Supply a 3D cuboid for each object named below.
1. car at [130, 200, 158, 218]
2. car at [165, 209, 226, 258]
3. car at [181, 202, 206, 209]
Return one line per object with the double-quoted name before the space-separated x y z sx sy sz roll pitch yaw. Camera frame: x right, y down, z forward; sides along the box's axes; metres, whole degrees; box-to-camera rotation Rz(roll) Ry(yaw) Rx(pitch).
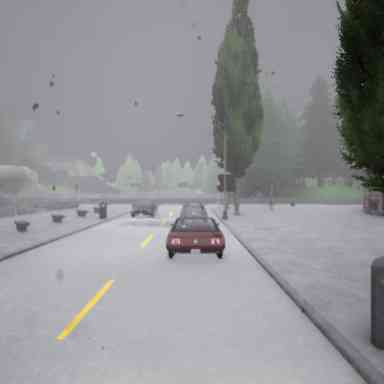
"car" -3.976 1.375 28.570 2.033 1.411 5.357 0 0 0
"car" 0.111 1.526 12.415 1.895 1.301 4.718 0 0 0
"car" 0.122 1.412 25.258 1.994 1.385 4.181 0 0 0
